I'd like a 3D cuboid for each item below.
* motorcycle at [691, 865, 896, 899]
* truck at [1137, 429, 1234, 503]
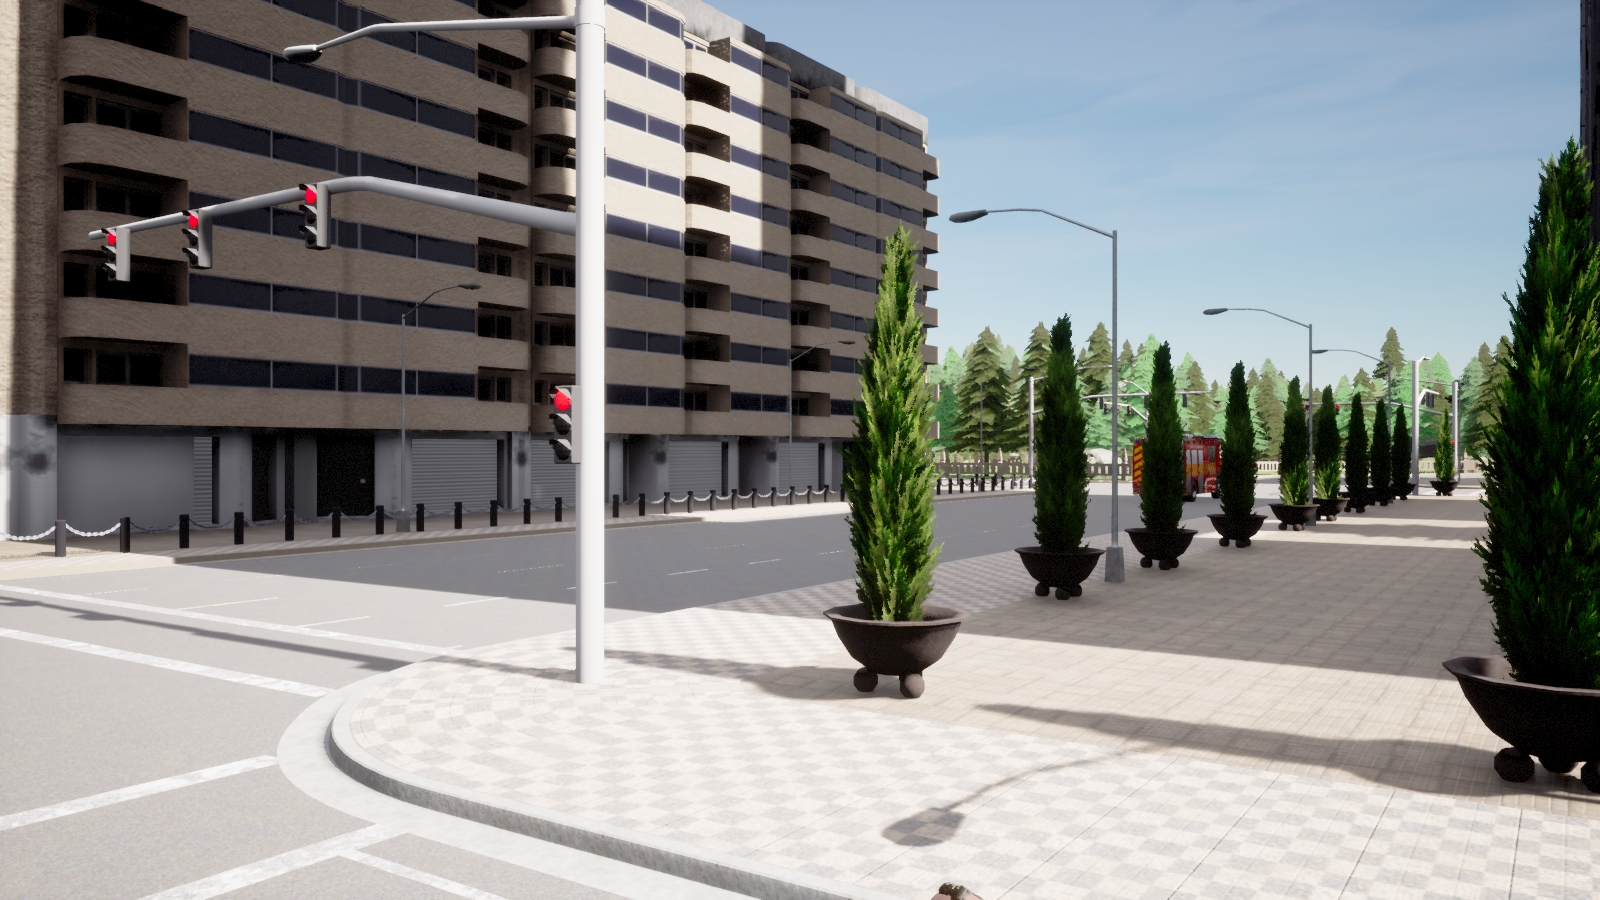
[{"bbox_3d":[0.516,2.205,3.364,2.209,1.251,0.867,0,0,34],"label":"motorcycle"},{"bbox_3d":[21.438,0.835,63.219,2.891,3.827,8.468,0,0,34],"label":"truck"}]
